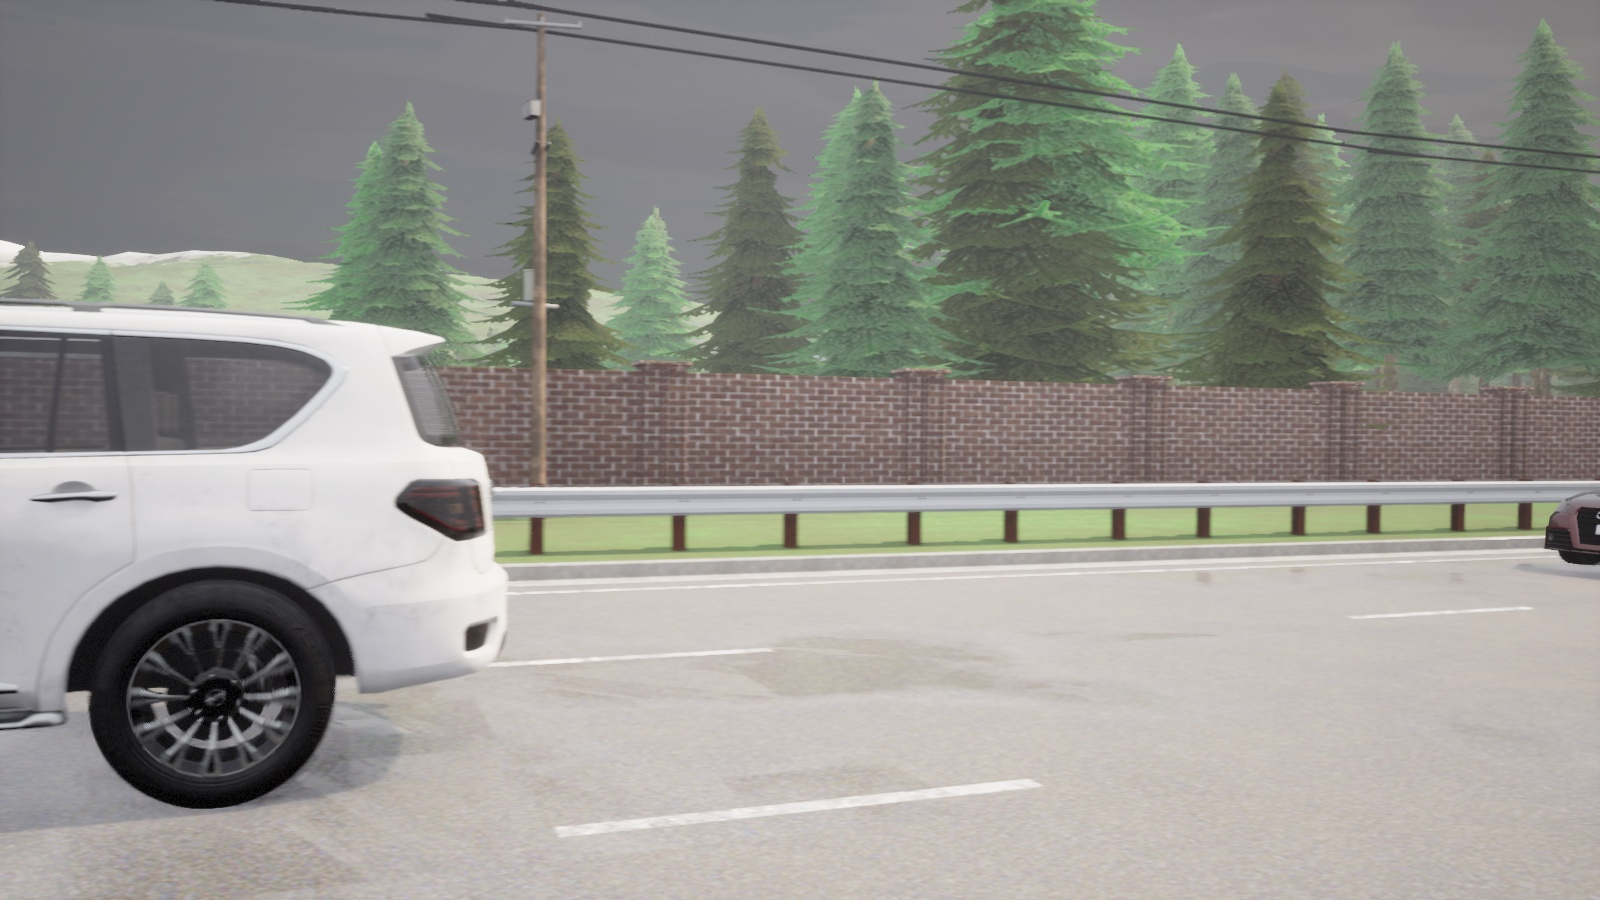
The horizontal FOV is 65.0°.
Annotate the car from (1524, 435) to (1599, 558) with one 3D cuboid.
[{"bbox_3d":[11.018,0.500,14.911,4.181,1.385,1.994,-1,1,-21],"label":"car"}]

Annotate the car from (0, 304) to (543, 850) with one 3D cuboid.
[{"bbox_3d":[-4.101,0.475,5.422,5.566,2.045,2.150,-1,1,-21],"label":"car"}]
